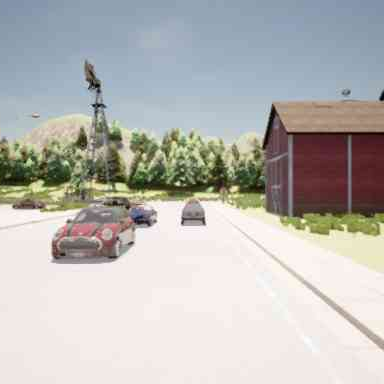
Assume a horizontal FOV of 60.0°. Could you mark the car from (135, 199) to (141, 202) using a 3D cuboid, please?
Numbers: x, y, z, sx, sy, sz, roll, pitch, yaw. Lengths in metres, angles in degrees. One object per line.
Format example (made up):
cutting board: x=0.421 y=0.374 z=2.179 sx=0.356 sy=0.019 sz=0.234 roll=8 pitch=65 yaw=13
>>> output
car: x=-8.030 y=1.523 z=43.881 sx=4.193 sy=1.474 sz=1.816 roll=0 pitch=0 yaw=1

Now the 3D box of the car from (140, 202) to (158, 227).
car: x=-3.504 y=1.610 z=22.970 sx=1.895 sy=1.301 sz=4.718 roll=0 pitch=0 yaw=1

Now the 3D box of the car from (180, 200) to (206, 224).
car: x=0.094 y=1.559 z=24.957 sx=2.033 sy=1.411 sz=5.357 roll=0 pitch=0 yaw=0

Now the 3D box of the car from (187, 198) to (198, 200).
car: x=0.127 y=1.498 z=44.604 sx=1.882 sy=1.535 sz=5.008 roll=0 pitch=0 yaw=0

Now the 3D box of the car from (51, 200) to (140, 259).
car: x=-3.502 y=1.356 z=12.558 sx=2.097 sy=1.767 sz=4.553 roll=0 pitch=0 yaw=0

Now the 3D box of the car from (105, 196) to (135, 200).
car: x=-7.551 y=1.325 z=30.395 sx=3.866 sy=1.878 sz=1.905 roll=0 pitch=0 yaw=1

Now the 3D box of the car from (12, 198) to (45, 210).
car: x=-20.902 y=1.535 z=42.773 sx=3.905 sy=1.438 sz=1.784 roll=0 pitch=0 yaw=1
